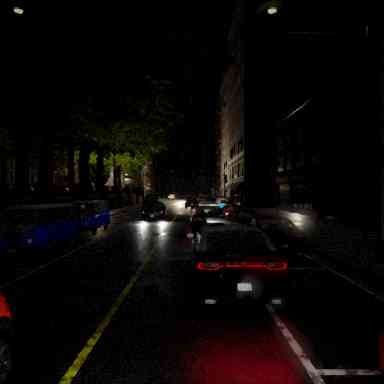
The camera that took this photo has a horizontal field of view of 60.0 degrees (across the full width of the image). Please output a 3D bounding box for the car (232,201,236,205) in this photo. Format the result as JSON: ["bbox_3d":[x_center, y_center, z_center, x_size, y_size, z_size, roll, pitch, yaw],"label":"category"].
[{"bbox_3d":[2.865,1.570,23.866,1.802,1.307,4.206,0,0,0],"label":"car"}]

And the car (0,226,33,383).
[{"bbox_3d":[-3.097,1.352,1.936,2.097,1.767,4.553,0,0,0],"label":"car"}]

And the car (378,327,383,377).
[{"bbox_3d":[2.856,1.315,1.224,2.192,1.841,5.009,0,0,0],"label":"car"}]

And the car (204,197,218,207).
[{"bbox_3d":[2.875,1.518,52.169,1.947,1.339,4.313,0,0,0],"label":"car"}]

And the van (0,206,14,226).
[{"bbox_3d":[-5.667,1.340,6.865,1.690,1.788,3.998,0,0,0],"label":"van"}]

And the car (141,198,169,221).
[{"bbox_3d":[-2.988,1.511,27.208,1.812,1.442,4.674,0,0,0],"label":"car"}]

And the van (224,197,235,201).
[{"bbox_3d":[2.866,1.324,29.526,1.690,1.788,3.998,0,0,0],"label":"van"}]

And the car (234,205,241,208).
[{"bbox_3d":[2.863,1.575,18.206,1.802,1.307,4.206,0,0,0],"label":"car"}]

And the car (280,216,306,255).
[{"bbox_3d":[2.861,1.541,12.545,1.887,1.381,4.507,0,0,0],"label":"car"}]

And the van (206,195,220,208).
[{"bbox_3d":[2.873,1.302,46.508,1.690,1.788,3.998,0,0,0],"label":"van"}]

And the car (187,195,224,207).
[{"bbox_3d":[0.909,1.339,24.148,2.097,1.767,4.553,0,0,0],"label":"car"}]

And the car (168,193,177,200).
[{"bbox_3d":[-5.638,1.402,89.990,1.752,1.417,4.829,0,0,0],"label":"car"}]

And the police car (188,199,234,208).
[{"bbox_3d":[0.908,1.418,18.288,1.930,1.638,5.238,0,0,0],"label":"police car"}]

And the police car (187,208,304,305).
[{"bbox_3d":[0.904,1.424,8.289,1.930,1.638,5.238,0,0,0],"label":"police car"}]

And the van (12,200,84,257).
[{"bbox_3d":[-5.665,1.338,12.523,1.690,1.788,3.998,0,0,0],"label":"van"}]

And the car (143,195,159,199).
[{"bbox_3d":[-5.652,1.276,46.471,2.192,1.841,5.009,0,0,0],"label":"car"}]

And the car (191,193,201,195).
[{"bbox_3d":[0.021,1.431,58.733,2.128,1.511,4.902,0,0,0],"label":"car"}]

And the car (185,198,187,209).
[{"bbox_3d":[0.032,1.527,45.330,1.994,1.385,4.181,0,0,0],"label":"car"}]

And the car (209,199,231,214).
[{"bbox_3d":[2.869,1.521,35.187,1.887,1.381,4.507,0,0,0],"label":"car"}]

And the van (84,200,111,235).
[{"bbox_3d":[-5.663,1.334,18.181,1.690,1.788,3.998,0,0,0],"label":"van"}]
